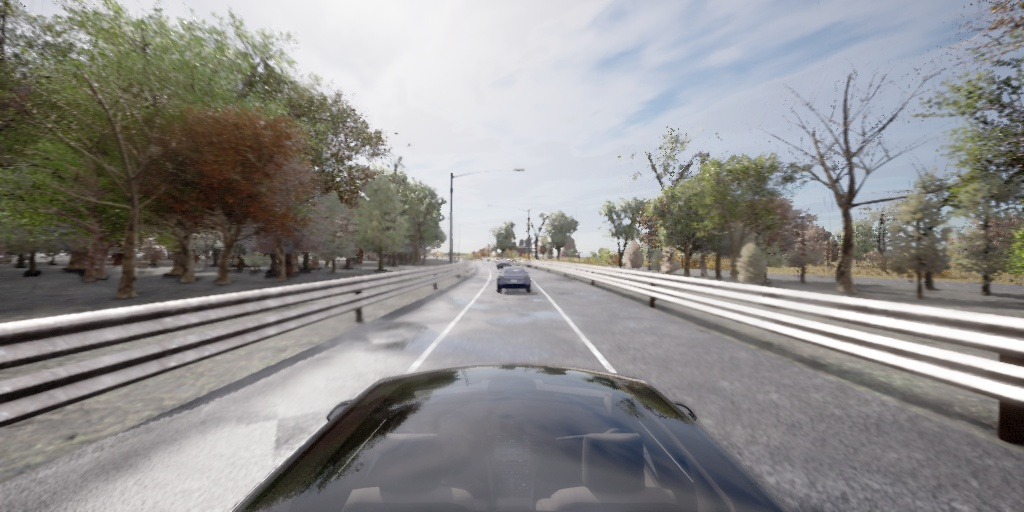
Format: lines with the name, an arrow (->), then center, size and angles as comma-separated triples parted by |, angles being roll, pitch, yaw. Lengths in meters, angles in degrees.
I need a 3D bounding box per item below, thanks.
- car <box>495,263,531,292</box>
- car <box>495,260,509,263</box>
car -> 0.088, 1.323, 21.595 | 1.994, 1.385, 4.181 | 0, 0, -1
car -> -1.318, 1.259, 50.711 | 1.812, 1.442, 4.674 | 1, 0, -5
